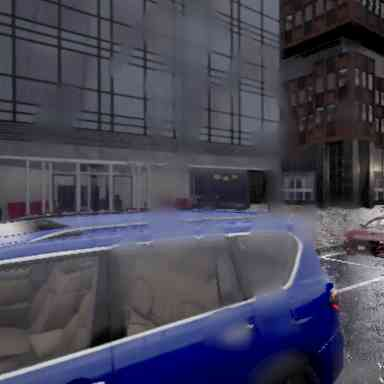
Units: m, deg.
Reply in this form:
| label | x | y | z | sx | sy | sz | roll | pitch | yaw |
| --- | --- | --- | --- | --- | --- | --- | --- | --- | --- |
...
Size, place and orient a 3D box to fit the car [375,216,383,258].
| label | x | y | z | sx | sy | sz | roll | pitch | yaw |
| --- | --- | --- | --- | --- | --- | --- | --- | --- | --- |
| car | 7.142 | 1.497 | 11.734 | 4.507 | 1.381 | 1.887 | 0 | 0 | -35 |

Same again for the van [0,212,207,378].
| label | x | y | z | sx | sy | sz | roll | pitch | yaw |
| --- | --- | --- | --- | --- | --- | --- | --- | --- | --- |
| van | -1.863 | 1.335 | 5.326 | 3.998 | 1.788 | 1.690 | 0 | 0 | -35 |

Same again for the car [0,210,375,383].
| label | x | y | z | sx | sy | sz | roll | pitch | yaw |
| --- | --- | --- | --- | --- | --- | --- | --- | --- | --- |
| car | -1.094 | 1.222 | 2.594 | 5.566 | 2.045 | 2.150 | 0 | 0 | -35 |
